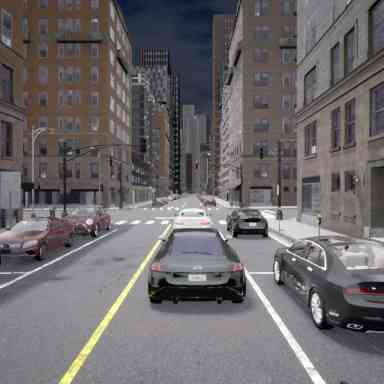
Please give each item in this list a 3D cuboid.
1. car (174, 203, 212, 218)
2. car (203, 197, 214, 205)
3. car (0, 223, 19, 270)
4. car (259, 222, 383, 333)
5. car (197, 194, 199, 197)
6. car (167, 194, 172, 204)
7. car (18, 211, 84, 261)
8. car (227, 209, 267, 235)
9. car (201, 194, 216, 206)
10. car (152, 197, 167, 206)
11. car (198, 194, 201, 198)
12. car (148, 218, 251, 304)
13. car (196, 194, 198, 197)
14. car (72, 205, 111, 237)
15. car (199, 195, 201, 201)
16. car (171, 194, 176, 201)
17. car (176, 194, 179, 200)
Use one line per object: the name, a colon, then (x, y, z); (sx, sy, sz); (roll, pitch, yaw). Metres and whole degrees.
car: (0.049, 1.526, 16.951); (1.812, 1.442, 4.674); (0, 0, 1)
car: (2.951, 1.571, 60.398); (1.752, 1.417, 4.829); (0, 0, 0)
car: (-5.665, 1.566, 6.733); (1.947, 1.339, 4.313); (0, 0, 0)
car: (2.860, 1.550, 6.726); (2.008, 1.369, 4.403); (0, 0, 0)
car: (3.023, 1.560, 87.272); (1.967, 1.590, 4.097); (0, 0, 0)
car: (-5.559, 1.607, 65.656); (2.008, 1.369, 4.403); (0, 0, 0)
car: (-5.660, 1.582, 12.235); (1.802, 1.307, 4.206); (0, 0, 0)
car: (2.870, 1.566, 17.728); (1.947, 1.339, 4.313); (0, 0, 0)
car: (2.936, 1.476, 54.819); (1.967, 1.590, 4.097); (0, 0, 0)
car: (-5.588, 1.618, 54.839); (1.802, 1.307, 4.206); (0, 0, 0)
car: (2.994, 1.524, 76.454); (1.967, 1.590, 4.097); (0, 0, 0)
car: (0.089, 1.564, 8.192); (1.994, 1.385, 4.181); (0, 0, 0)
car: (3.037, 1.457, 92.682); (2.192, 1.841, 5.009); (0, 0, 0)
car: (-5.655, 1.441, 17.736); (1.967, 1.590, 4.097); (0, 0, 0)
car: (2.966, 1.607, 65.636); (2.008, 1.369, 4.403); (0, 0, 0)
car: (-5.516, 1.626, 81.711); (1.752, 1.417, 4.829); (0, 0, 0)
car: (-5.488, 1.457, 92.699); (2.192, 1.841, 5.009); (0, 0, 0)
